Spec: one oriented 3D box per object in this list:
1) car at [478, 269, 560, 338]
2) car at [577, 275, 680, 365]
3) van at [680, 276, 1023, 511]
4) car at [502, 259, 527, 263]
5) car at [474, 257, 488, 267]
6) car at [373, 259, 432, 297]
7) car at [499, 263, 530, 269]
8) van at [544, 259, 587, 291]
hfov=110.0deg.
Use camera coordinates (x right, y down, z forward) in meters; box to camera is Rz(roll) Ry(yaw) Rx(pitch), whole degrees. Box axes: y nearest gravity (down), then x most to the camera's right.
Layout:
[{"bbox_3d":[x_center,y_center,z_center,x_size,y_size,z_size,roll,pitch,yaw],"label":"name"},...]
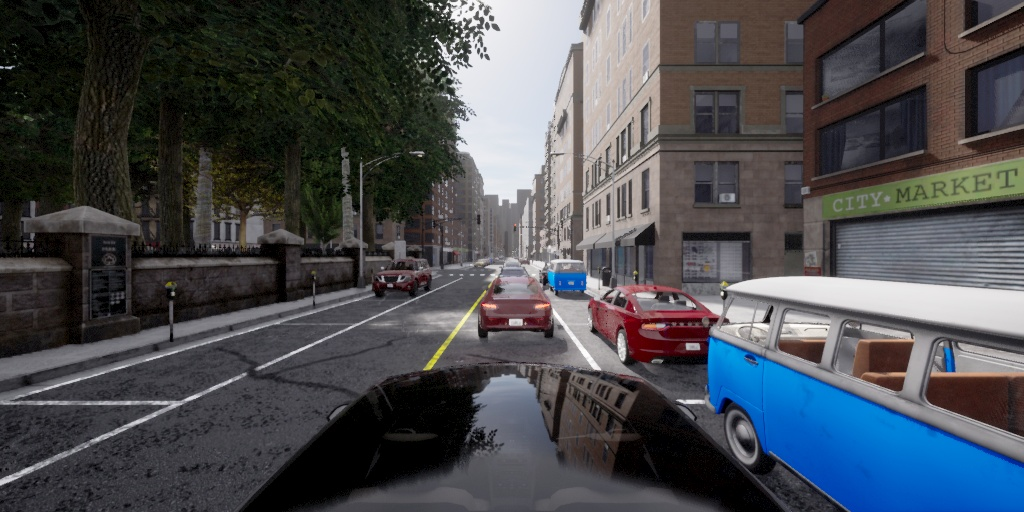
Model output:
[{"bbox_3d":[0.100,1.275,10.093,1.812,1.442,4.674,0,0,0],"label":"car"},{"bbox_3d":[2.860,1.294,7.891,1.888,1.381,4.507,0,0,0],"label":"car"},{"bbox_3d":[2.857,1.091,2.230,1.690,1.789,3.998,0,0,0],"label":"van"},{"bbox_3d":[0.020,1.242,29.417,1.837,1.490,4.892,0,0,0],"label":"car"},{"bbox_3d":[-5.633,1.229,62.696,1.751,1.417,4.829,0,0,0],"label":"car"},{"bbox_3d":[-5.658,1.059,19.177,2.192,1.841,5.009,0,0,0],"label":"car"},{"bbox_3d":[0.107,1.292,19.672,2.033,1.411,5.357,0,0,1],"label":"car"},{"bbox_3d":[2.867,1.086,19.212,1.690,1.789,3.998,0,0,0],"label":"van"}]
